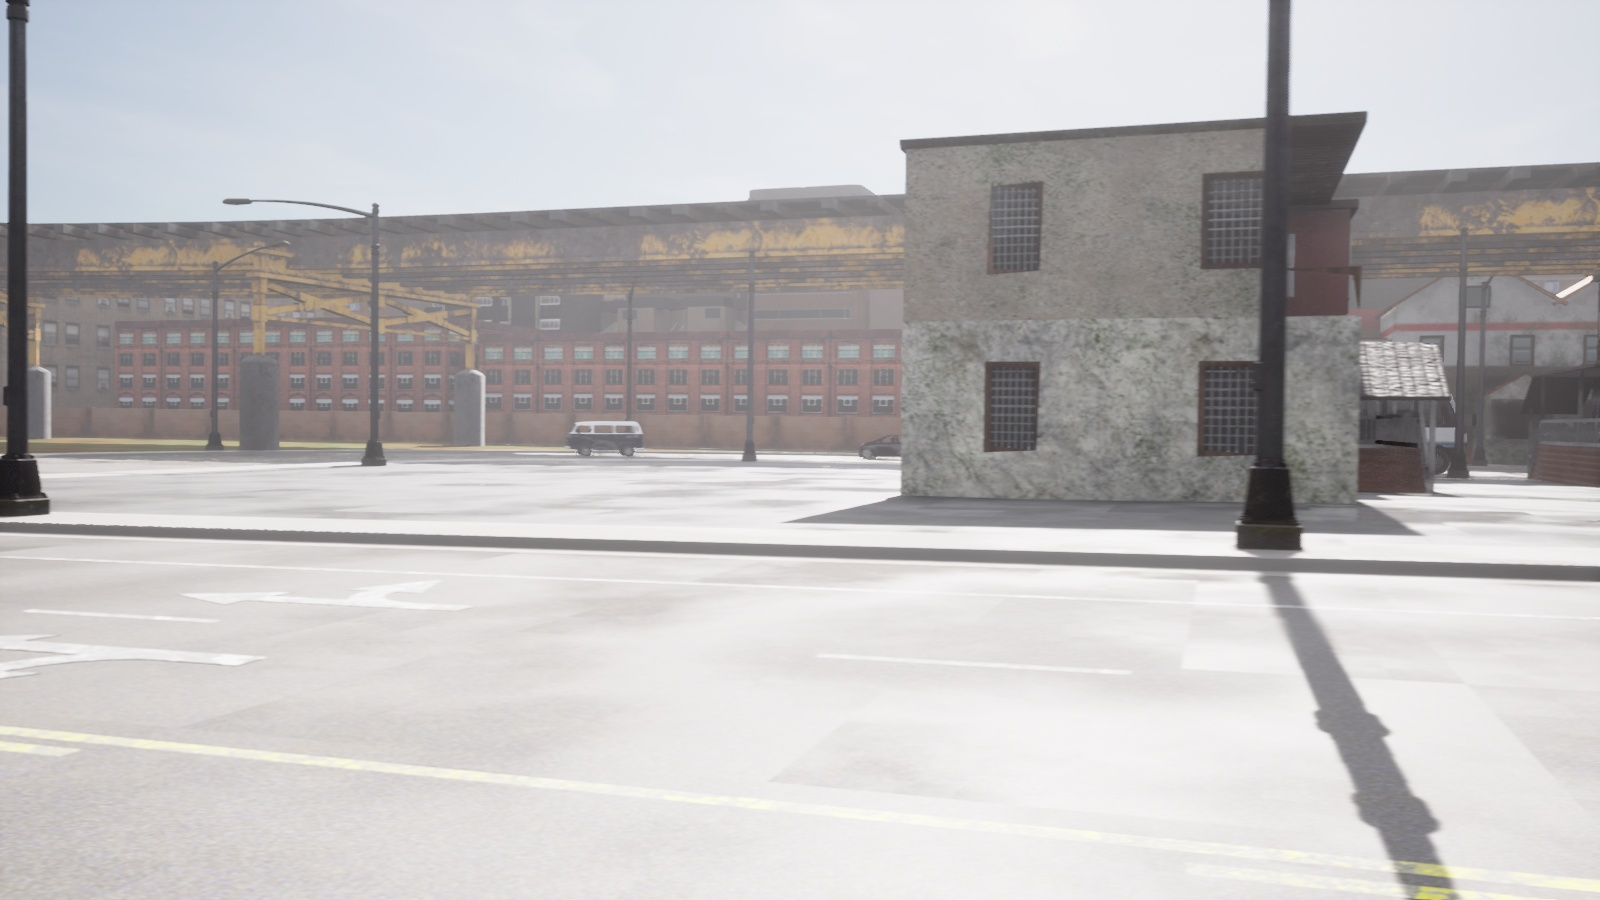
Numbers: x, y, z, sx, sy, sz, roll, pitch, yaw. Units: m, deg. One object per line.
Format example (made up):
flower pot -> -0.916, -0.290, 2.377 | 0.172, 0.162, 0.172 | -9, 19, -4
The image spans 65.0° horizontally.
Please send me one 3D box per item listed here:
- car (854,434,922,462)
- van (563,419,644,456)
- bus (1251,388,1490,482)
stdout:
car -> 5.127, -0.121, 73.016 | 3.633, 1.501, 1.845 | 2, 1, 15
van -> -11.390, -0.746, 72.703 | 4.480, 2.038, 2.069 | 1, 1, -14
bus -> 27.746, -0.801, 61.808 | 10.273, 4.253, 3.944 | 2, 1, 19
